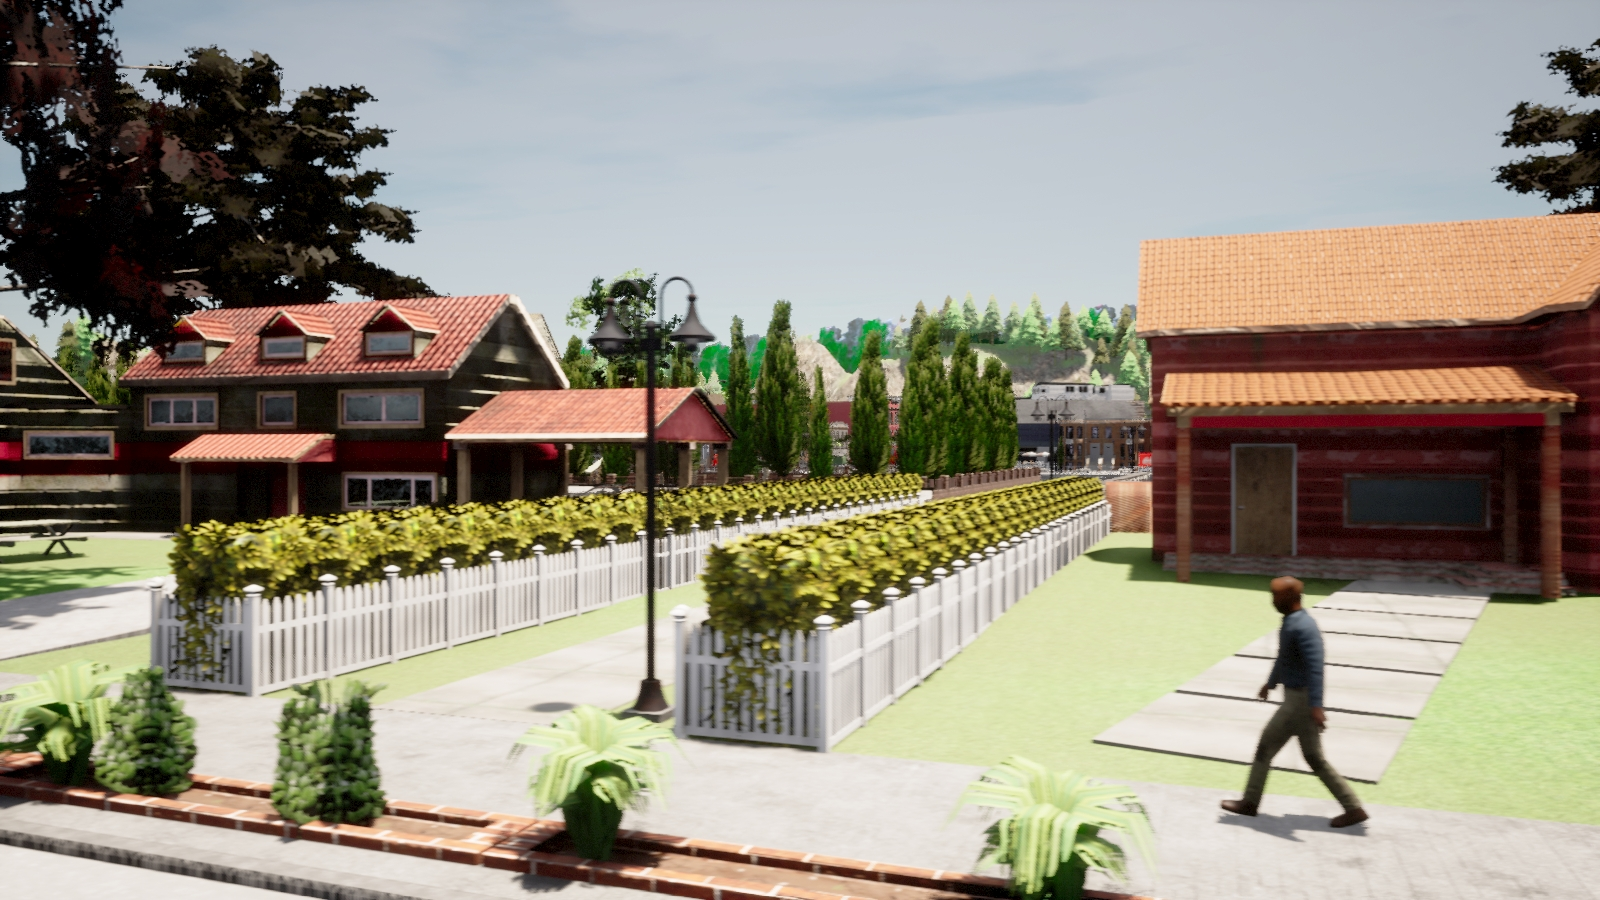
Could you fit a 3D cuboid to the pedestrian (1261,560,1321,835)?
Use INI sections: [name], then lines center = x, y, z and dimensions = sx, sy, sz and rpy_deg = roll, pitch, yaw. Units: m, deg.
[pedestrian]
center = 3.506, 1.743, 8.176
dimensions = 0.375, 1.860, 0.375
rpy_deg = 0, 0, 20
